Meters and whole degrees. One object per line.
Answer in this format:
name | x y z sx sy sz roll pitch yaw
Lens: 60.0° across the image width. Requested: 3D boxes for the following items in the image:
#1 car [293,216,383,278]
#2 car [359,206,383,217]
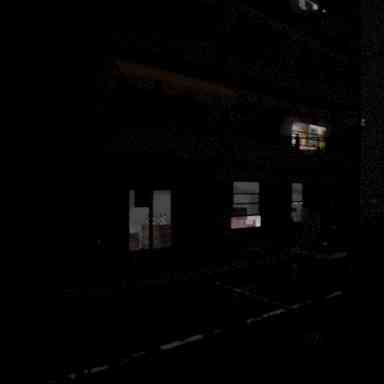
car | 4.891 1.604 10.119 4.206 1.307 1.802 0 0 -36
car | 16.673 1.963 31.977 1.895 1.301 4.718 0 -1 -36
